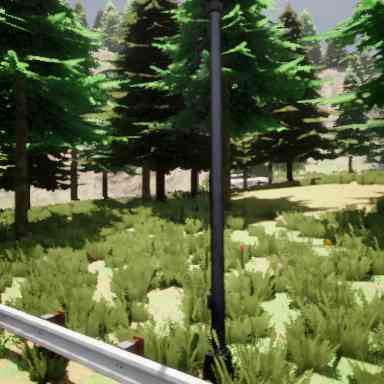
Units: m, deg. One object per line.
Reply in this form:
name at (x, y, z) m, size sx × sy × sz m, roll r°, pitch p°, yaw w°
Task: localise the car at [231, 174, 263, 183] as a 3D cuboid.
car at (6.476, -1.160, 39.643) m, size 5.566 × 2.045 × 2.150 m, roll -6°, pitch -2°, yaw 14°
